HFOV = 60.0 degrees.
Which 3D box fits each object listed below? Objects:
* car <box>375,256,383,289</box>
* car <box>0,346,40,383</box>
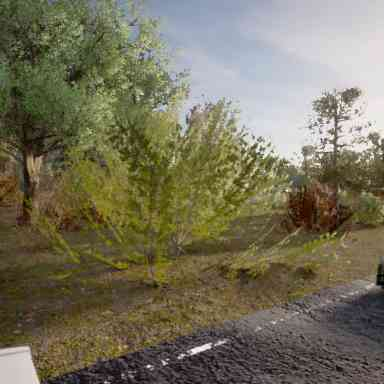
[{"bbox_3d":[6.066,1.563,7.726,4.181,1.385,1.994,0,-1,-37],"label":"car"},{"bbox_3d":[-2.966,1.600,1.072,4.718,1.301,1.895,0,0,-33],"label":"car"}]
